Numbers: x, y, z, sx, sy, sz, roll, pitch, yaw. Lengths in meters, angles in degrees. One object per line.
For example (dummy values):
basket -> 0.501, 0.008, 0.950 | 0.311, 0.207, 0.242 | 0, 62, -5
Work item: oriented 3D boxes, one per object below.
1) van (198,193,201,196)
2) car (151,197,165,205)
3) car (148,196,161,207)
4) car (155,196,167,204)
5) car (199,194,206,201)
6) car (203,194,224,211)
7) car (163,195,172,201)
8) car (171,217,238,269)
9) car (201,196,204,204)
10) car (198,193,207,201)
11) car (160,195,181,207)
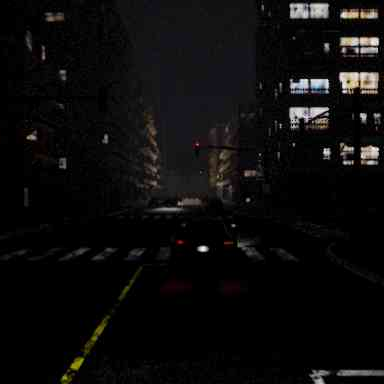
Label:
van -> 2.686, 1.246, 72.795 | 1.690, 1.788, 3.998 | 0, 0, 0
car -> -5.694, 1.505, 56.193 | 1.802, 1.307, 4.206 | 0, 0, 0
car -> -5.694, 1.480, 50.658 | 2.008, 1.369, 4.403 | 0, 0, 0
car -> -5.694, 1.482, 61.728 | 1.947, 1.339, 4.313 | 0, 0, 0
car -> 2.686, 1.498, 61.727 | 1.802, 1.307, 4.206 | 0, 0, 0
car -> 2.689, 1.384, 39.590 | 1.967, 1.590, 4.097 | 0, 0, 0
car -> -5.696, 1.445, 78.329 | 1.887, 1.381, 4.507 | 0, 0, 0
car -> 0.538, 1.547, 11.236 | 1.994, 1.385, 4.181 | 0, 0, 7
car -> 2.688, 1.487, 45.124 | 2.008, 1.369, 4.403 | 0, 0, 0
car -> 2.685, 1.211, 83.863 | 2.192, 1.841, 5.009 | 0, 0, 0
car -> -3.089, 1.533, 48.431 | 1.895, 1.301, 4.718 | 0, 0, 0
